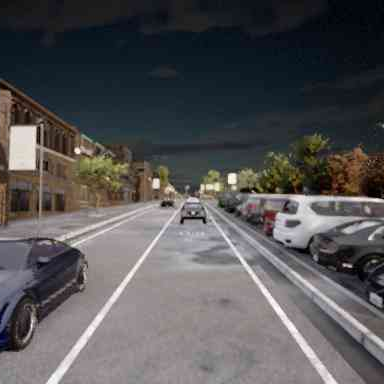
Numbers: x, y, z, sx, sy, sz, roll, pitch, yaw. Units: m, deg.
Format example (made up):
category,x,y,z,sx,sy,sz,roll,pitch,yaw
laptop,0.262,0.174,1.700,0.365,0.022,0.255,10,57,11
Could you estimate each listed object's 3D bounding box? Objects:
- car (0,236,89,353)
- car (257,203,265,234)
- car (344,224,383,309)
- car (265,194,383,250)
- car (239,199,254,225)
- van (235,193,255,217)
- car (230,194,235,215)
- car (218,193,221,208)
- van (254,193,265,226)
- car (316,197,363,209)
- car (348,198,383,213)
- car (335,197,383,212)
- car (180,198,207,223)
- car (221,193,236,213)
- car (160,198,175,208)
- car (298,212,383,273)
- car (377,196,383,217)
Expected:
category,x,y,z,sx,sy,sz,roll,pitch,yaw
car,-3.354,1.532,5.985,1.994,1.385,4.181,0,0,0
car,5.590,1.403,14.190,5.008,1.535,2.097,0,0,0
car,5.584,1.466,5.781,4.792,1.488,2.163,0,0,0
car,5.629,1.162,11.385,5.566,2.045,2.435,0,0,0
car,5.578,1.384,19.796,4.892,1.521,2.231,0,0,0
van,5.464,1.147,22.599,4.442,1.987,1.878,0,0,0
car,5.544,1.237,25.404,4.553,1.767,2.185,0,0,0
car,5.597,1.098,36.615,5.566,2.045,2.435,0,0,0
van,5.706,1.167,16.993,4.442,1.987,1.878,0,0,0
car,18.642,1.362,42.181,5.008,1.535,2.097,0,0,0
car,18.651,1.389,33.825,4.674,1.452,2.002,0,0,0
car,18.653,1.349,36.612,5.008,1.535,2.097,0,0,0
car,0.082,1.448,24.622,2.033,1.411,5.357,0,0,0
car,5.601,1.104,28.204,5.566,2.045,2.435,0,0,0
car,-3.372,1.521,46.651,1.895,1.301,4.718,0,0,0
car,5.602,1.425,8.579,4.892,1.521,2.231,0,0,0
car,18.621,1.230,28.257,4.553,1.767,2.185,0,0,0
